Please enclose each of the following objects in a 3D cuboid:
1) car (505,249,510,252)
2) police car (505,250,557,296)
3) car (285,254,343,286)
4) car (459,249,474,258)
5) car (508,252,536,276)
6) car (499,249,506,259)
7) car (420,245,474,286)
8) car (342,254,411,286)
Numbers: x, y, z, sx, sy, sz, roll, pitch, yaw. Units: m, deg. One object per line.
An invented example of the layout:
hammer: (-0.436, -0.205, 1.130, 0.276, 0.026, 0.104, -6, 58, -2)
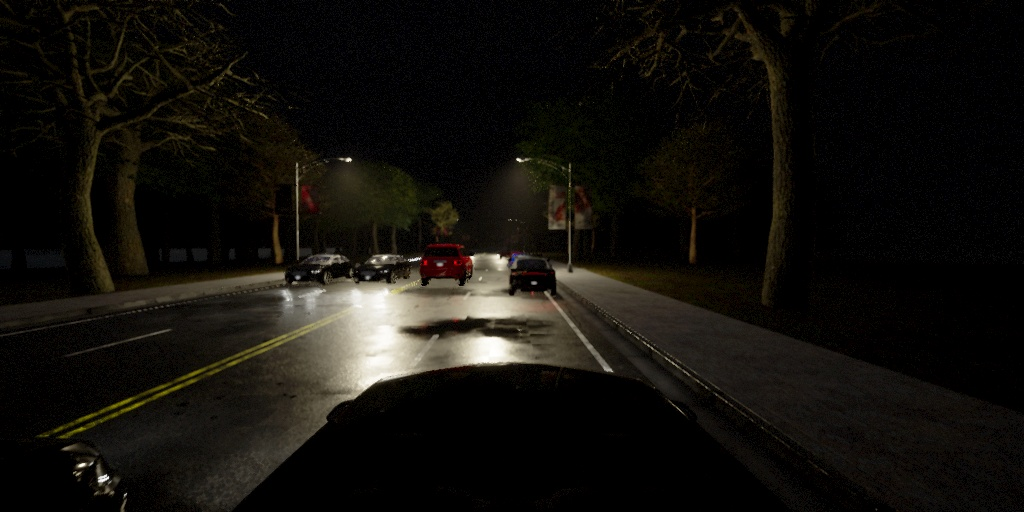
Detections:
car: (0.530, 0.329, 31.841, 1.812, 1.442, 4.674, 0, 2, -1)
police car: (0.787, 0.717, 15.938, 1.930, 1.638, 5.238, 0, 2, -1)
car: (-10.089, 0.679, 19.284, 2.128, 1.511, 4.902, 0, 2, -1)
car: (-7.588, -0.477, 60.445, 1.994, 1.385, 4.181, 0, 2, -1)
car: (0.633, 0.511, 25.838, 1.812, 1.442, 4.674, 0, 2, -1)
car: (-0.834, -0.293, 52.744, 1.812, 1.442, 4.674, 0, 2, -1)
car: (-3.390, 0.407, 19.336, 2.150, 2.045, 5.566, 0, 2, -1)
car: (-6.840, 0.677, 19.354, 2.128, 1.511, 4.902, 0, 2, -1)
